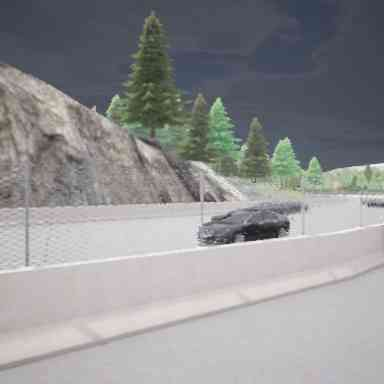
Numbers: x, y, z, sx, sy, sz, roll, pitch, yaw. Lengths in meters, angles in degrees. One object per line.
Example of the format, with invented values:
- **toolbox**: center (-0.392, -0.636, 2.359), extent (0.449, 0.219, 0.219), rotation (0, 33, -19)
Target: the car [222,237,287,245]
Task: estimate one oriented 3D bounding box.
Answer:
- **car**: center (2.448, 1.535, 14.839), extent (4.892, 1.490, 1.837), rotation (0, 0, -39)
